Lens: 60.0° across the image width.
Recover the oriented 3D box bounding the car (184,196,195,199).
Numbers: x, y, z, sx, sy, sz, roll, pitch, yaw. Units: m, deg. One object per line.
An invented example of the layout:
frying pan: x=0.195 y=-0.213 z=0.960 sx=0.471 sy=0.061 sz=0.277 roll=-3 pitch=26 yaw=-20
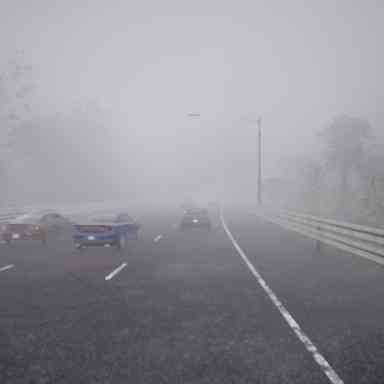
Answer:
car: x=-0.550 y=1.990 z=79.410 sx=2.150 sy=2.045 sz=5.566 roll=0 pitch=-1 yaw=8

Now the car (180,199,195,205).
car: x=-0.672 y=2.075 z=50.566 sx=1.895 sy=1.301 sz=4.718 roll=0 pitch=-1 yaw=6

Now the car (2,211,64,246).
car: x=-7.093 y=1.647 z=15.976 sx=1.812 sy=1.442 sz=4.674 roll=0 pitch=-1 yaw=4

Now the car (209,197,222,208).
car: x=3.998 y=2.114 z=60.572 sx=1.812 sy=1.442 sz=4.674 roll=0 pitch=-1 yaw=7

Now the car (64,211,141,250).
car: x=-3.649 y=1.602 z=15.026 sx=1.882 sy=1.535 sz=5.008 roll=0 pitch=-1 yaw=4

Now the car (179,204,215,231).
car: x=0.359 y=1.772 z=22.509 sx=1.994 sy=1.385 sz=4.181 roll=0 pitch=-1 yaw=4
